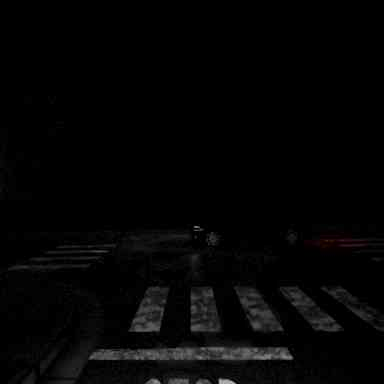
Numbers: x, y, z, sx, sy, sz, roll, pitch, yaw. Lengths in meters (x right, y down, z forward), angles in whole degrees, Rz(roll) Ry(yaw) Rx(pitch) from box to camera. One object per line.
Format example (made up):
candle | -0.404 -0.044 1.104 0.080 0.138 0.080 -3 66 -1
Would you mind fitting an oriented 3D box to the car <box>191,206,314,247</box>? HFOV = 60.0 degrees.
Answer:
car | 2.442 1.350 13.865 5.008 1.535 1.882 -1 1 0
